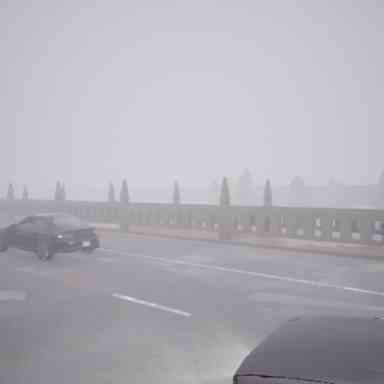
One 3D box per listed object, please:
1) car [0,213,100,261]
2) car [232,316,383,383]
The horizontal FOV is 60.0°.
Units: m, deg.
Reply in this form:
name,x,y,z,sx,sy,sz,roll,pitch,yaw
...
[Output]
name,x,y,z,sx,sy,sz,roll,pitch,yaw
car,-5.283,1.495,12.067,4.674,1.442,1.812,0,0,36
car,2.865,1.551,1.950,5.357,1.411,2.033,0,0,36
